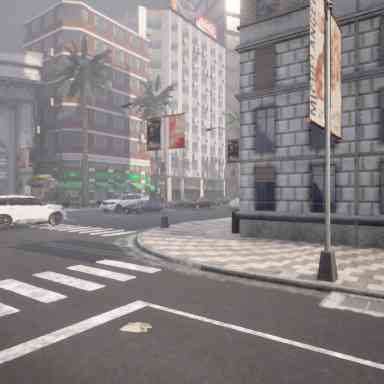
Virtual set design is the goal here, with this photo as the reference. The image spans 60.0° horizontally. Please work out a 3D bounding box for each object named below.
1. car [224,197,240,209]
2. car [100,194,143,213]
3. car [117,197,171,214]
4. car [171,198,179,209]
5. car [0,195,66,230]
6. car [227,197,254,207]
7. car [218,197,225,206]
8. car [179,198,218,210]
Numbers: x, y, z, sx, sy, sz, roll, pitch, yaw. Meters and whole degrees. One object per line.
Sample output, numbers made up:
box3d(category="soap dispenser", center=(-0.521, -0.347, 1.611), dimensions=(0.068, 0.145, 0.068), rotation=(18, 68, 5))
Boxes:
box3d(category="car", center=(6.748, 1.526, 45.131), dimensions=(1.812, 1.442, 4.674), rotation=(0, 0, 39))
box3d(category="car", center=(-7.728, 1.221, 37.819), dimensions=(2.150, 2.045, 5.566), rotation=(0, 0, 36))
box3d(category="car", center=(-5.014, 1.547, 35.625), dimensions=(2.033, 1.411, 5.357), rotation=(0, 0, 36))
box3d(category="car", center=(-1.727, 1.526, 45.821), dimensions=(1.812, 1.442, 4.674), rotation=(0, 0, 37))
box3d(category="car", center=(-10.901, 1.221, 21.222), dimensions=(2.150, 2.045, 5.566), rotation=(0, 0, 36))
box3d(category="car", center=(7.483, 1.564, 51.198), dimensions=(4.181, 1.385, 1.994), rotation=(0, 0, -43))
box3d(category="car", center=(4.926, 1.491, 53.578), dimensions=(4.902, 1.511, 2.128), rotation=(0, 0, -44))
box3d(category="car", center=(0.951, 1.478, 43.602), dimensions=(1.882, 1.535, 5.008), rotation=(0, 0, 38))
